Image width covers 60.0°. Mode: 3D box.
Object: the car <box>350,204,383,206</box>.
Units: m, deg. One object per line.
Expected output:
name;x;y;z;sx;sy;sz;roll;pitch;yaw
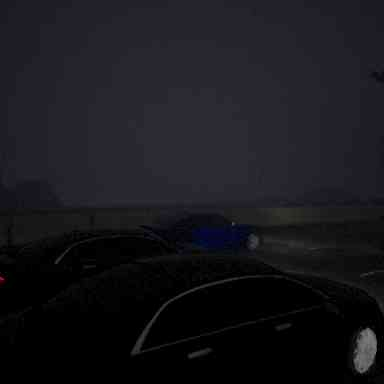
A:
car;19.234;1.346;34.587;4.553;1.767;2.097;0;0;-24

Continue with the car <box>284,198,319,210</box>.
car;14.427;1.531;43.937;4.181;1.385;1.994;0;0;-24

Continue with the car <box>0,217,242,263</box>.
car;-1.464;1.494;6.873;4.892;1.490;1.837;0;0;-35

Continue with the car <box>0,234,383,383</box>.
car;0.339;1.500;3.862;4.892;1.490;1.837;0;0;-35

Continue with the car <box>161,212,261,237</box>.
car;0.429;1.463;12.316;5.008;1.535;1.882;0;0;-33
